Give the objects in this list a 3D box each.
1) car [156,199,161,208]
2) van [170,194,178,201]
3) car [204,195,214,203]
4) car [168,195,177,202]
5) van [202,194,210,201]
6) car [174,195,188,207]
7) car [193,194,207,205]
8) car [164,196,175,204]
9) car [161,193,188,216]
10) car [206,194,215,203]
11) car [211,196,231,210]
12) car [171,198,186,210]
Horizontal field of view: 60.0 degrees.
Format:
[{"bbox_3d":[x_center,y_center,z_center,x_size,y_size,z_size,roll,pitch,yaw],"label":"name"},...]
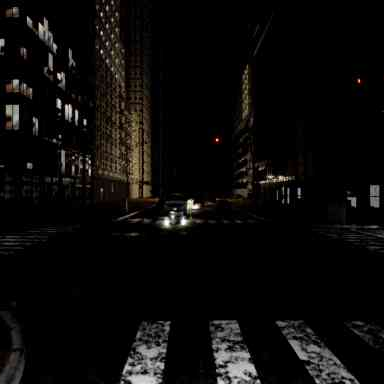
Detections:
[{"bbox_3d":[-4.173,1.592,47.283,1.802,1.307,4.206,0,0,0],"label":"car"},{"bbox_3d":[-4.417,1.321,80.448,1.690,1.788,3.998,0,0,0],"label":"van"},{"bbox_3d":[3.544,1.432,69.452,1.967,1.590,4.097,0,0,0],"label":"car"},{"bbox_3d":[-4.377,1.426,74.921,1.967,1.590,4.097,0,0,0],"label":"car"},{"bbox_3d":[3.463,1.321,80.506,1.690,1.788,3.998,0,0,0],"label":"van"},{"bbox_3d":[-1.739,1.359,53.493,2.097,1.767,4.553,0,0,-1],"label":"car"},{"bbox_3d":[1.157,1.528,58.654,1.812,1.442,4.674,0,0,0],"label":"car"},{"bbox_3d":[-4.295,1.563,63.866,1.947,1.339,4.313,0,0,0],"label":"car"},{"bbox_3d":[-1.604,1.239,33.749,2.150,2.045,5.566,0,0,0],"label":"car"},{"bbox_3d":[3.585,1.313,63.923,2.192,1.841,5.009,0,0,0],"label":"car"},{"bbox_3d":[3.797,1.579,41.815,1.947,1.339,4.313,0,0,0],"label":"car"},{"bbox_3d":[-1.675,1.538,43.576,1.812,1.442,4.674,0,0,0],"label":"car"}]
